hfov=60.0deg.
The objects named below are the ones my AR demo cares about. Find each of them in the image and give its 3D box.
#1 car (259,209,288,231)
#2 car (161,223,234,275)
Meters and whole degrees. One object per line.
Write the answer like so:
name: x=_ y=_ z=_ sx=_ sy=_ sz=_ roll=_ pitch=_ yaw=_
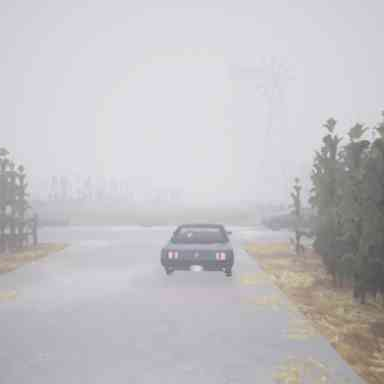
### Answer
car: x=6.490 y=1.595 z=20.457 sx=4.674 sy=1.442 sz=1.812 roll=0 pitch=0 yaw=0
car: x=0.334 y=1.637 z=10.566 sx=1.895 sy=1.301 sz=4.718 roll=0 pitch=0 yaw=5
